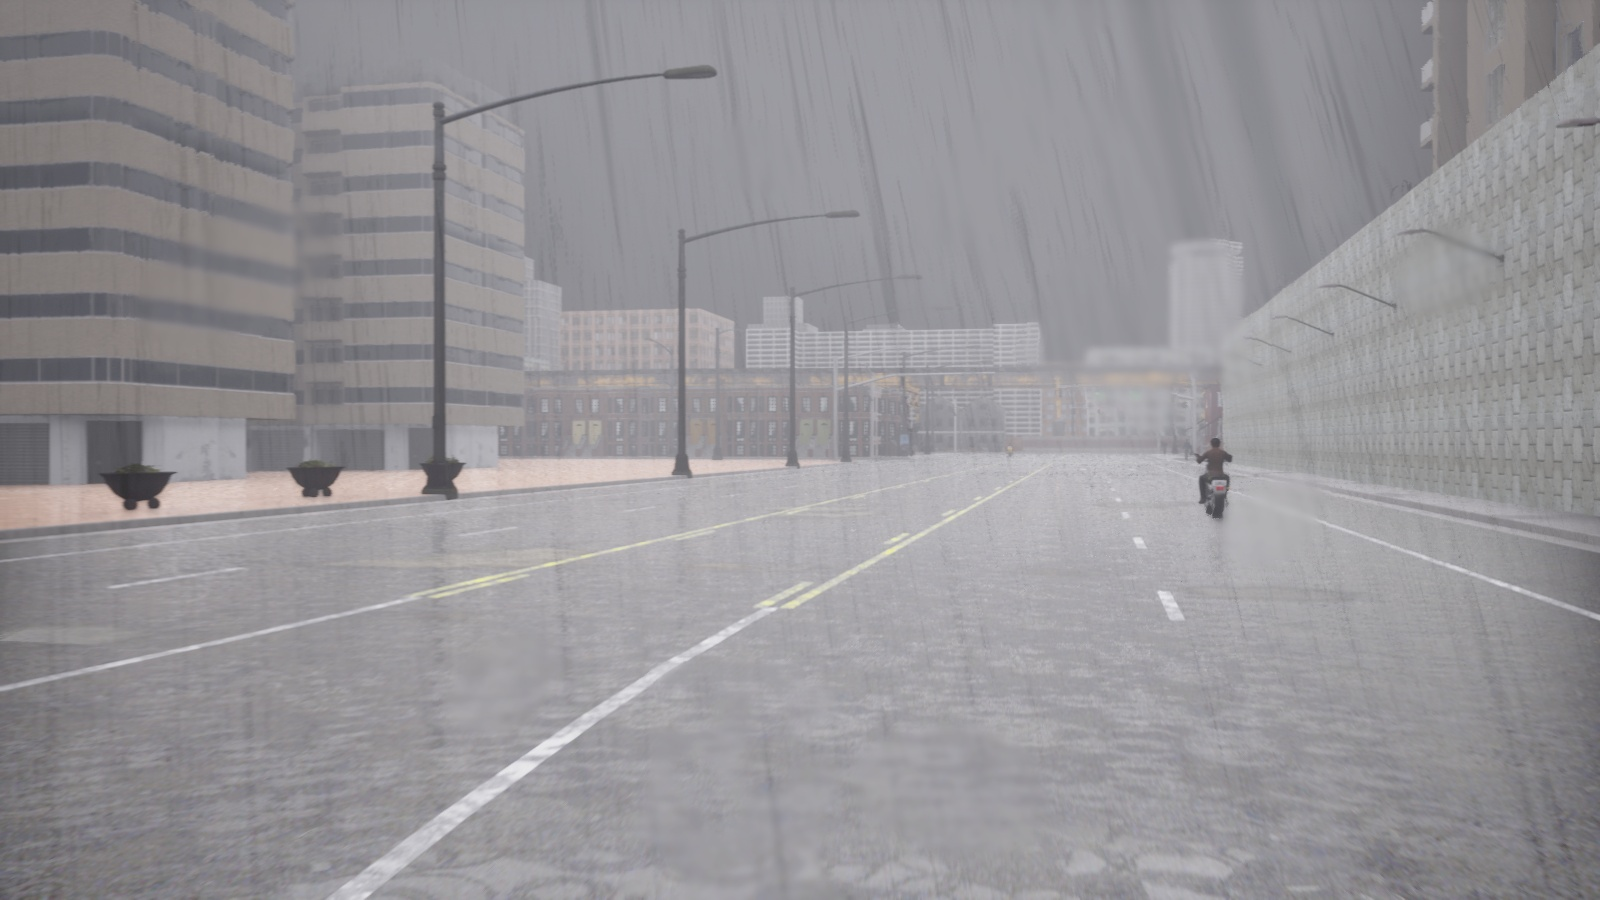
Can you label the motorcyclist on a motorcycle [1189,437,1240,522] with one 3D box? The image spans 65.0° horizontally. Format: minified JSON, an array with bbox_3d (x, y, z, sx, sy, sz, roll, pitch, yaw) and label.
[{"bbox_3d":[8.391,0.566,25.503,0.766,1.649,2.350,0,0,13],"label":"motorcyclist on a motorcycle"}]
